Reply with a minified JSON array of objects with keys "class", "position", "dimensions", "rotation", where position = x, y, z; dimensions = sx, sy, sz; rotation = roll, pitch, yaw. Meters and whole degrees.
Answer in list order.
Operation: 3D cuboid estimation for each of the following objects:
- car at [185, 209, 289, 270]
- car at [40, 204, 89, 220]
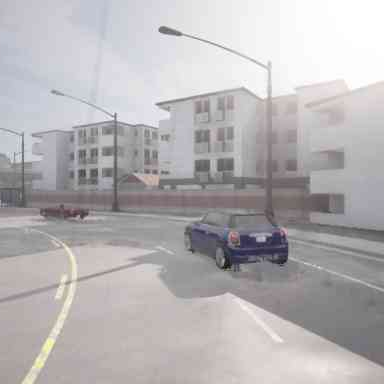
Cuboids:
[{"class":"car","position":[1.274,1.359,11.408],"dimensions":[2.097,1.767,4.553],"rotation":[0,0,-18]},{"class":"car","position":[-10.791,1.620,27.903],"dimensions":[4.718,1.301,1.895],"rotation":[0,0,38]}]
